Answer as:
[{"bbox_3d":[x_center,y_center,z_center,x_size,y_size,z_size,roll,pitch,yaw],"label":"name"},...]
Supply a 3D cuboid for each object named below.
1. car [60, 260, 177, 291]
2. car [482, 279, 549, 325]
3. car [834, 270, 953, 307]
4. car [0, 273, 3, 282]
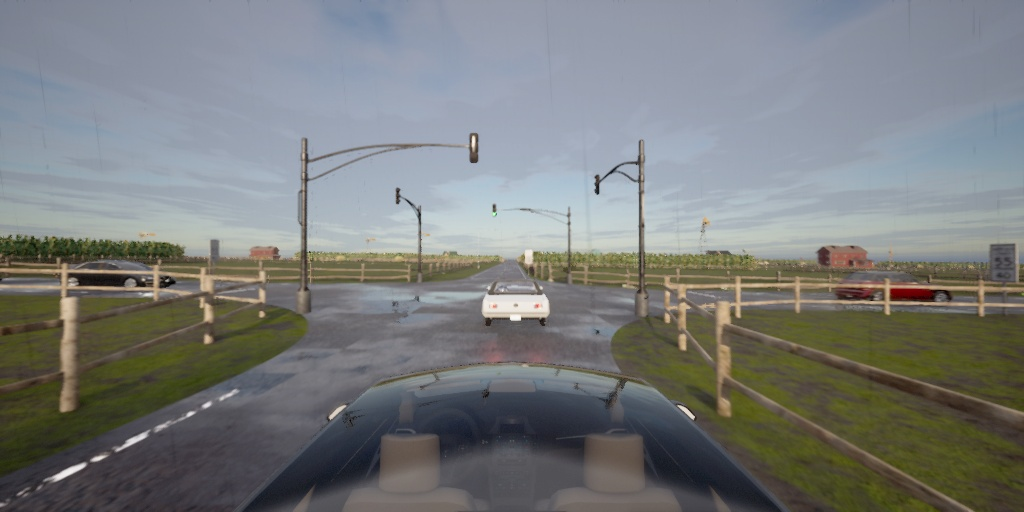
[{"bbox_3d":[-20.411,1.002,18.703,4.892,1.490,1.837,1,-1,0],"label":"car"},{"bbox_3d":[0.101,1.417,12.088,1.895,1.301,4.718,0,0,0],"label":"car"},{"bbox_3d":[19.750,1.605,18.662,4.553,1.767,2.097,1,-1,0],"label":"car"},{"bbox_3d":[-30.299,0.865,18.713,5.357,1.411,2.033,1,-1,0],"label":"car"}]
